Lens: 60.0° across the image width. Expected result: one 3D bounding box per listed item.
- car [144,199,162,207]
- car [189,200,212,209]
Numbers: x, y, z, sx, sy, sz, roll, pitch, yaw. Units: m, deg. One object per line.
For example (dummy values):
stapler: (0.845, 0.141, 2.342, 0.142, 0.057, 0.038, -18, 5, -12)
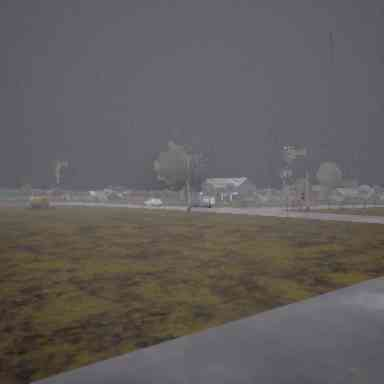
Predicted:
car: (-7.478, 2.052, 64.082, 1.812, 1.442, 4.674, 0, -1, -36)
car: (1.262, 1.893, 51.887, 1.994, 1.385, 4.181, 0, 0, -36)
